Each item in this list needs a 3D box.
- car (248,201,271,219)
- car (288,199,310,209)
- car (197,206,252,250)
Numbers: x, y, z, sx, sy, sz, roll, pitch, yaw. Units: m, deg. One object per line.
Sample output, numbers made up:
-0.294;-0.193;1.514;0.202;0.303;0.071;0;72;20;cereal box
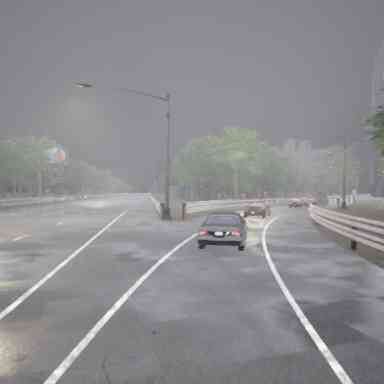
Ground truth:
5.940;1.580;30.108;1.812;1.442;4.674;0;0;21;car
15.559;1.687;48.131;1.895;1.301;4.718;0;0;35;car
1.449;1.565;14.575;2.033;1.411;5.357;0;0;11;car
